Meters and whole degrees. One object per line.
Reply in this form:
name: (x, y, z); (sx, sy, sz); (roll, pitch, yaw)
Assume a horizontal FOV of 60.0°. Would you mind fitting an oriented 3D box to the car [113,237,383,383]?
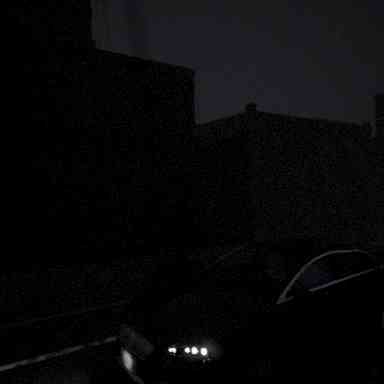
car: (1.334, 1.488, 4.888); (4.902, 1.511, 2.128); (0, 0, -35)
